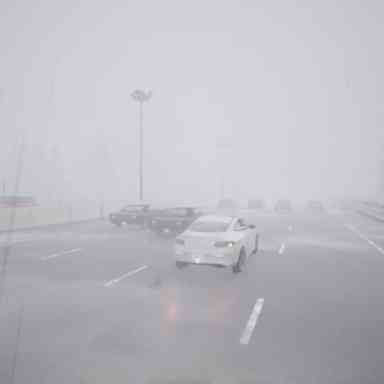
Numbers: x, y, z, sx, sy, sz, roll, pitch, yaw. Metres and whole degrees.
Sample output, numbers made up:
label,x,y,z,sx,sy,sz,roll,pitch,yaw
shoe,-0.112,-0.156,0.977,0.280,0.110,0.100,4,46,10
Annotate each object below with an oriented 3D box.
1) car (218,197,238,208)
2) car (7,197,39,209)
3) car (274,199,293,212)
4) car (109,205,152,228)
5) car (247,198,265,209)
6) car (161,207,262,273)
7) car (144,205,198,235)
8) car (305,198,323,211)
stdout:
label,x,y,z,sx,sy,sz,roll,pitch,yaw
car,4.769,1.455,43.285,1.837,1.490,4.892,1,0,19
car,-13.190,1.085,23.848,2.097,1.767,4.553,1,0,19
car,10.842,1.543,39.421,2.033,1.411,5.357,1,0,19
car,-3.028,1.422,20.502,1.895,1.301,4.718,1,0,19
car,8.335,1.476,42.900,2.128,1.511,4.902,1,0,19
car,0.897,1.424,10.355,1.812,1.442,4.674,1,0,19
car,-0.427,1.452,17.294,1.895,1.301,4.718,1,0,19
car,15.148,1.524,41.184,1.882,1.535,5.008,1,0,19
